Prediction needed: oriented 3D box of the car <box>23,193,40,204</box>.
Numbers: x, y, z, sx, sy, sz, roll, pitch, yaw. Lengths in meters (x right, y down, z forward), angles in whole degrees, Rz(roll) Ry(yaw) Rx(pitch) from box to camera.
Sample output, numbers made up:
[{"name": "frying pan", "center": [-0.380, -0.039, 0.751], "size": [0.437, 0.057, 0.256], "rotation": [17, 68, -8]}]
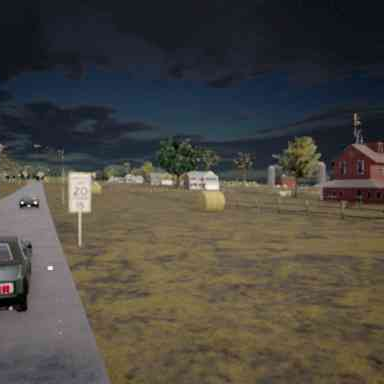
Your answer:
[{"name": "car", "center": [-21.488, 0.832, 44.571], "size": [1.895, 1.301, 4.718], "rotation": [0, 1, -24]}]

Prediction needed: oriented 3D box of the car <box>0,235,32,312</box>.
[{"name": "car", "center": [-4.507, 1.595, 7.195], "size": [1.895, 1.301, 4.718], "rotation": [0, 0, -24]}]

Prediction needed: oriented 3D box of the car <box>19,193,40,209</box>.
[{"name": "car", "center": [-17.313, 1.070, 35.517], "size": [1.895, 1.301, 4.718], "rotation": [0, 1, -24]}]
